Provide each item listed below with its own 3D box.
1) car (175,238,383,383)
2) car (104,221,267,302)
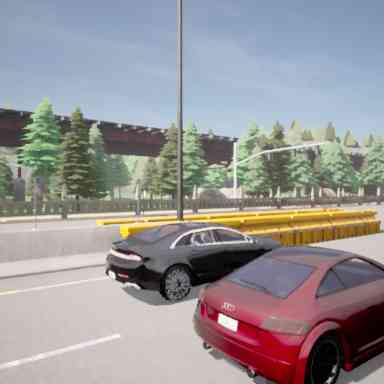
[{"bbox_3d":[2.069,1.562,5.227,4.181,1.385,1.994,0,0,-35],"label":"car"},{"bbox_3d":[0.317,1.490,8.274,4.902,1.511,2.128,0,0,-36],"label":"car"}]
